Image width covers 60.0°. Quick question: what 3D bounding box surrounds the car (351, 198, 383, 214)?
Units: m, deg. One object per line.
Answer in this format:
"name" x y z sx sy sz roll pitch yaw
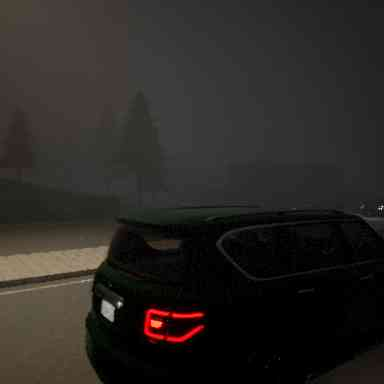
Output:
"car" 19.513 1.475 36.169 5.008 1.535 1.882 0 0 -35

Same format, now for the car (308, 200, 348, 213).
"car" 15.402 1.594 37.571 4.718 1.301 1.895 0 0 -35

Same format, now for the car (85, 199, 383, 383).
"car" 1.380 1.221 4.724 5.566 2.045 2.150 0 0 -35
